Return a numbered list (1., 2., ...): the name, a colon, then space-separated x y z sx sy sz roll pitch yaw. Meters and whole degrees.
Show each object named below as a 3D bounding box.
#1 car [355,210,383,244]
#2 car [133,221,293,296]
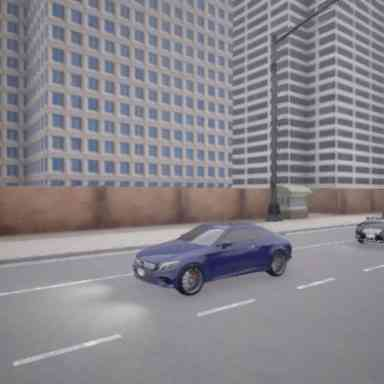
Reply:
1. car: 9.234 1.516 14.903 4.902 1.511 2.128 0 0 -35
2. car: 0.749 1.538 8.818 4.674 1.442 1.812 0 0 -36
